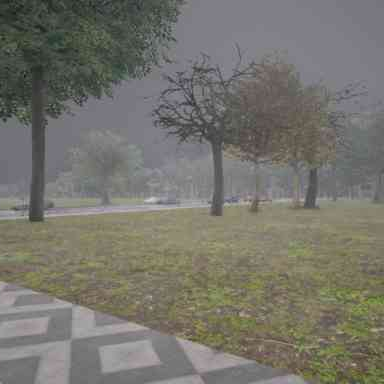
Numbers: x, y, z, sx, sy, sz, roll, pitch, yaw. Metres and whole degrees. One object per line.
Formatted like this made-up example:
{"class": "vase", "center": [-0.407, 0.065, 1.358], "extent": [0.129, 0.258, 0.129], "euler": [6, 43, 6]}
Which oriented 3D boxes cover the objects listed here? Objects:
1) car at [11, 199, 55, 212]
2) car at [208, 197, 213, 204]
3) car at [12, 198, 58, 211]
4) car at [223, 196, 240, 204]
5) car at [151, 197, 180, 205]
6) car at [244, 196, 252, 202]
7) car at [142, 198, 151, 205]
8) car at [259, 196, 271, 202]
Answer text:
{"class": "car", "center": [-18.938, 1.635, 39.186], "extent": [1.994, 1.385, 4.181], "euler": [-1, 0, 35]}
{"class": "car", "center": [4.924, 1.670, 66.874], "extent": [1.994, 1.385, 4.181], "euler": [-1, -1, 35]}
{"class": "car", "center": [-20.232, 1.600, 42.980], "extent": [2.128, 1.511, 4.902], "euler": [-1, 0, 35]}
{"class": "car", "center": [7.582, 1.576, 65.003], "extent": [1.837, 1.490, 4.892], "euler": [-1, -1, 35]}
{"class": "car", "center": [-4.318, 1.661, 59.653], "extent": [2.033, 1.411, 5.357], "euler": [-1, -1, 36]}
{"class": "car", "center": [14.028, 1.676, 79.882], "extent": [1.812, 1.442, 4.674], "euler": [-1, -1, 35]}
{"class": "car", "center": [-7.071, 1.674, 61.394], "extent": [1.812, 1.442, 4.674], "euler": [-1, -1, 36]}
{"class": "car", "center": [17.281, 1.673, 78.852], "extent": [1.994, 1.385, 4.181], "euler": [-1, -1, 35]}
